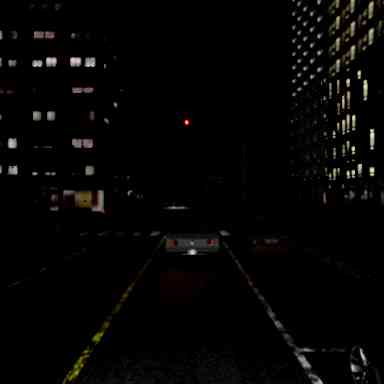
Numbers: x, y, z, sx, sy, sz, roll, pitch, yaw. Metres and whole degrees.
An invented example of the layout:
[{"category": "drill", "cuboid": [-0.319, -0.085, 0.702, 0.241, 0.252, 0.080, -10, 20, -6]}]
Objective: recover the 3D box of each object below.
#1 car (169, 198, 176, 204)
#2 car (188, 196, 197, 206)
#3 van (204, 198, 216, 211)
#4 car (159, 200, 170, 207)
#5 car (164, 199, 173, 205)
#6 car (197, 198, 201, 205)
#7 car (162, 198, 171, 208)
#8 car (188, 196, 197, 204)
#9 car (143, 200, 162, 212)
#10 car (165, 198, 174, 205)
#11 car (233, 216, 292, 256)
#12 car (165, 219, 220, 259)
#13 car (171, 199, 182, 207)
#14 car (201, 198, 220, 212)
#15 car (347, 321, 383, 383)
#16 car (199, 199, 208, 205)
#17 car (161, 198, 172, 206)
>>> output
[{"category": "car", "cuboid": [-5.592, 2.596, 95.405, 1.752, 1.417, 4.829, 0, -1, 0]}, {"category": "car", "cuboid": [0.079, 2.281, 74.605, 1.882, 1.535, 5.008, 0, -1, 0]}, {"category": "van", "cuboid": [2.740, 1.877, 51.355, 1.690, 1.788, 3.998, 0, -1, 0]}, {"category": "car", "cuboid": [-5.621, 2.271, 67.940, 1.887, 1.381, 4.507, 0, -1, 0]}, {"category": "car", "cuboid": [-5.610, 2.438, 78.993, 1.802, 1.307, 4.206, 0, -1, 0]}, {"category": "car", "cuboid": [2.758, 2.040, 67.934, 2.192, 1.841, 5.009, 0, -1, 0]}, {"category": "car", "cuboid": [-5.627, 2.212, 62.414, 2.008, 1.369, 4.403, 0, -1, 0]}, {"category": "car", "cuboid": [0.091, 2.066, 85.055, 2.150, 2.045, 5.566, 0, -1, 0]}, {"category": "car", "cuboid": [-5.644, 2.026, 45.836, 2.008, 1.369, 4.403, 0, -1, 0]}, {"category": "car", "cuboid": [-5.605, 2.361, 84.521, 1.967, 1.590, 4.097, 0, -1, 0]}, {"category": "car", "cuboid": [2.701, 1.662, 13.586, 1.752, 1.417, 4.829, 0, -1, 0]}, {"category": "car", "cuboid": [0.035, 1.735, 13.254, 1.895, 1.301, 4.718, 0, -1, 1]}, {"category": "car", "cuboid": [-2.933, 2.315, 67.171, 1.895, 1.301, 4.718, 0, -1, 0]}, {"category": "car", "cuboid": [2.735, 1.790, 45.829, 2.192, 1.841, 5.009, 0, -1, 0]}, {"category": "car", "cuboid": [2.689, 1.588, 2.151, 1.947, 1.339, 4.313, 0, -1, 0]}, {"category": "car", "cuboid": [2.770, 2.400, 78.984, 1.887, 1.381, 4.507, 0, -1, 0]}, {"category": "car", "cuboid": [-5.616, 2.231, 73.468, 1.967, 1.590, 4.097, 0, -1, 0]}]
